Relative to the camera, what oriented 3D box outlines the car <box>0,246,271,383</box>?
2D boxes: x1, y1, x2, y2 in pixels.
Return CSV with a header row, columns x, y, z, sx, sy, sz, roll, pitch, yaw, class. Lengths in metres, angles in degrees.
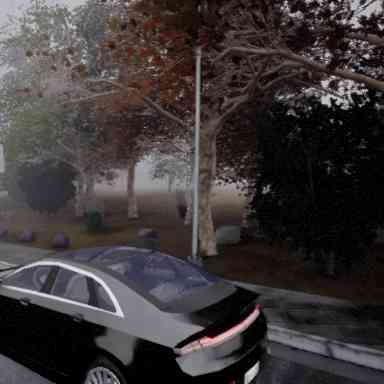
x,y,z,sx,sy,sz,roll,pitch,yaw,class
-1.402,1.519,4.569,4.902,1.511,2.128,-1,0,36,car
